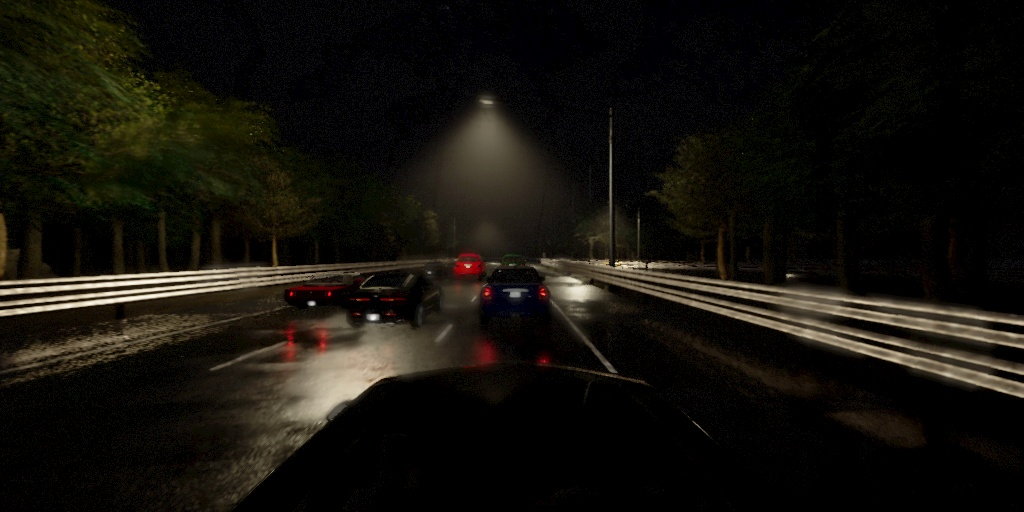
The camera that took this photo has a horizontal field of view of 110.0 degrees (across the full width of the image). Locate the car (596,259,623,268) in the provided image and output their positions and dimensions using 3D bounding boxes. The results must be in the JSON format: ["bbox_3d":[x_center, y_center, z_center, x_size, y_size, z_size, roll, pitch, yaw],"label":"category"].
[{"bbox_3d":[16.043,1.275,59.587,1.882,1.535,5.008,0,1,-32],"label":"car"}]

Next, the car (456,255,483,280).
[{"bbox_3d":[-3.399,0.928,30.432,2.150,2.045,5.566,0,0,0],"label":"car"}]

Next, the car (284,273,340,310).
[{"bbox_3d":[-6.898,1.339,14.574,1.895,1.301,4.718,0,0,0],"label":"car"}]

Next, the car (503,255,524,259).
[{"bbox_3d":[0.101,0.928,30.435,2.150,2.045,5.566,0,0,0],"label":"car"}]

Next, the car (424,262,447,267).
[{"bbox_3d":[-6.910,1.229,32.265,1.812,1.442,4.674,0,0,0],"label":"car"}]

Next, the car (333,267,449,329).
[{"bbox_3d":[-3.398,1.247,11.213,1.837,1.490,4.892,0,0,0],"label":"car"}]

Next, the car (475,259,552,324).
[{"bbox_3d":[0.101,1.093,12.141,2.097,1.767,4.553,0,0,0],"label":"car"}]
